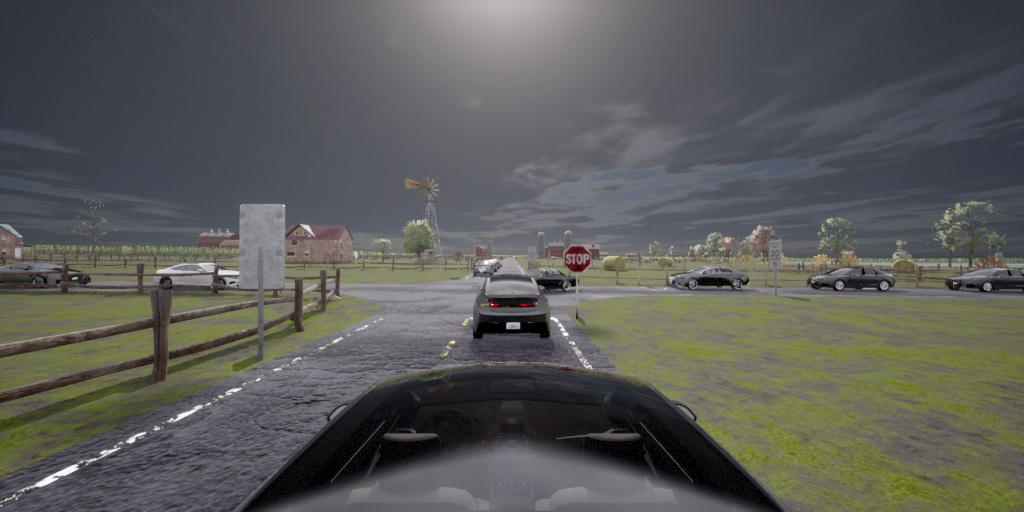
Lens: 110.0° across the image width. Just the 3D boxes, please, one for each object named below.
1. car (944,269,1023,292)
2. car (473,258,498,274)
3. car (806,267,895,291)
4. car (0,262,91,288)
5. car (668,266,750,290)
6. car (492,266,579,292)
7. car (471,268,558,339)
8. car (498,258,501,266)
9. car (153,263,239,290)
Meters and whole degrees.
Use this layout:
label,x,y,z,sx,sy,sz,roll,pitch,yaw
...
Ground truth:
label,x,y,z,sx,sy,sz,roll,pitch,yaw
car,31.692,1.587,23.720,4.892,1.490,1.837,1,-1,-1
car,-2.875,1.243,36.825,2.128,1.511,4.902,0,0,0
car,22.190,1.499,23.595,4.892,1.490,1.837,1,-1,-1
car,-26.372,1.048,19.962,4.181,1.385,1.994,1,-1,-1
car,12.788,1.396,23.419,4.902,1.511,2.128,1,-1,-2
car,1.491,1.369,20.186,4.718,1.301,1.895,1,0,-35
car,-0.078,1.256,10.139,1.837,1.490,4.892,0,0,-2
car,-2.872,1.241,46.270,2.128,1.511,4.902,0,0,0
car,-17.252,1.104,20.088,4.674,1.442,1.812,1,-1,-1
